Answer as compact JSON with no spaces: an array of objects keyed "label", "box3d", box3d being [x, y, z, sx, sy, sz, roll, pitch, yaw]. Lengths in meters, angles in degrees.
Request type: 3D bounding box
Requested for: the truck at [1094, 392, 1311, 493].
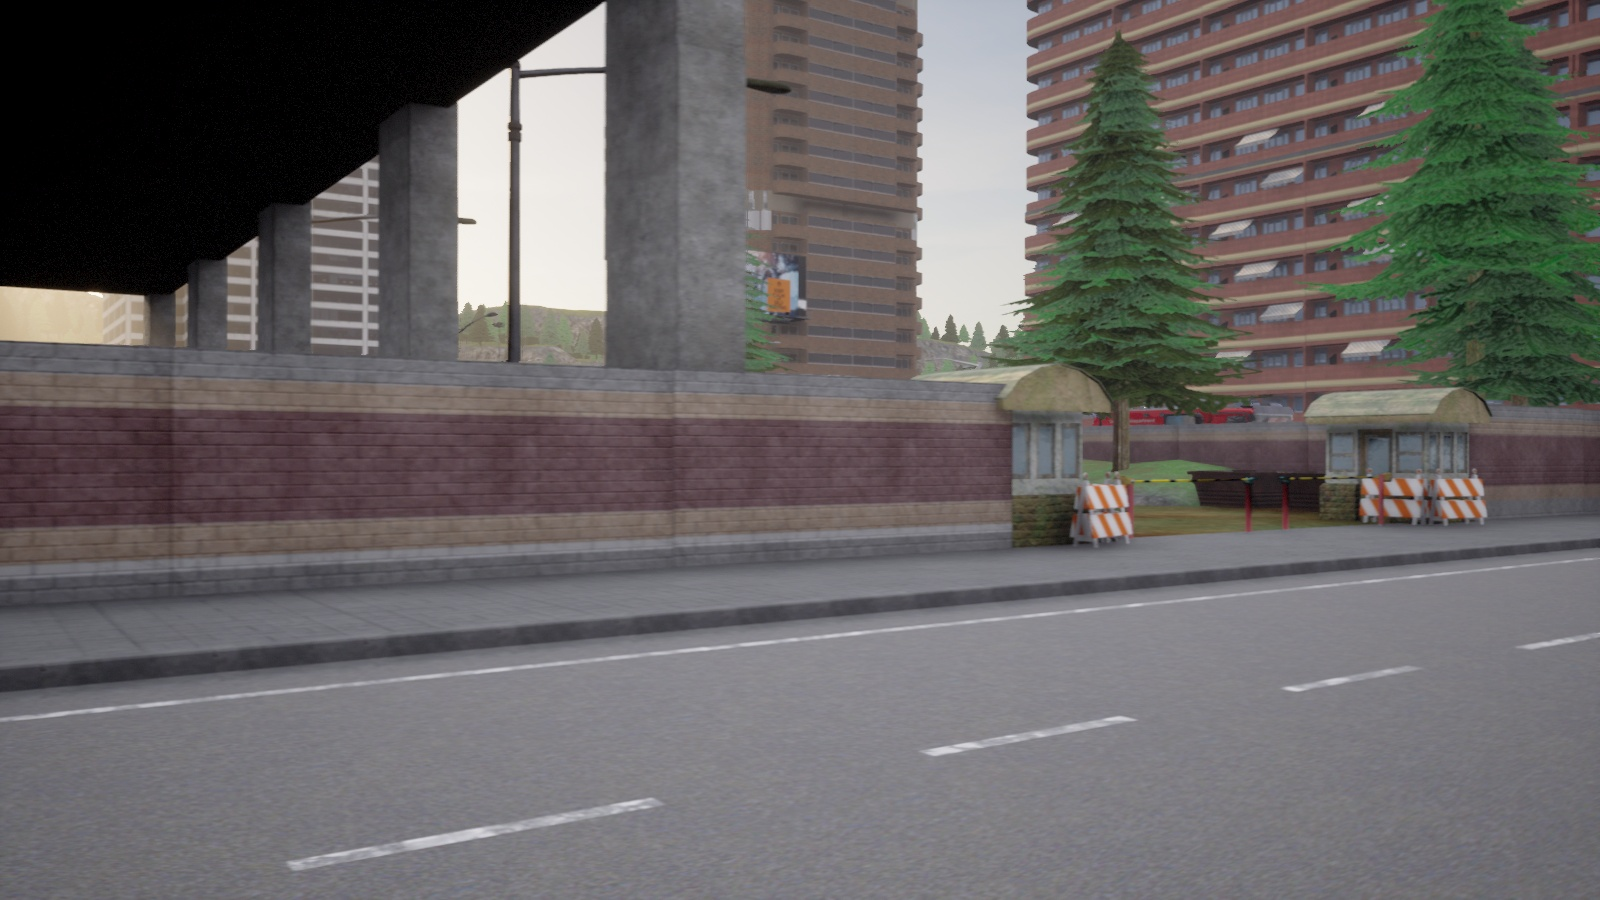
[{"label":"truck","box3d":[16.322,-0.272,51.657,2.891,3.827,8.468,0,0,-34]}]
